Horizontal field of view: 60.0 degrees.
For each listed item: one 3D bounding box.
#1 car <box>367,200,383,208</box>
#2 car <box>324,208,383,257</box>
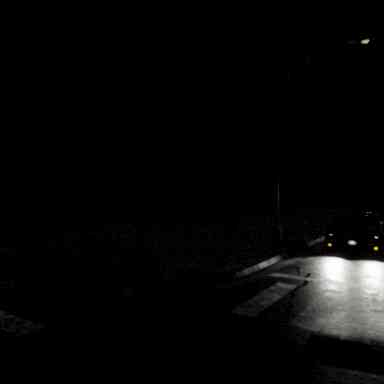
[{"bbox_3d":[12.115,1.276,20.594,2.097,1.767,4.553,-1,0,36],"label":"car"},{"bbox_3d":[6.543,1.521,12.842,1.994,1.385,4.181,-1,0,35],"label":"car"}]
